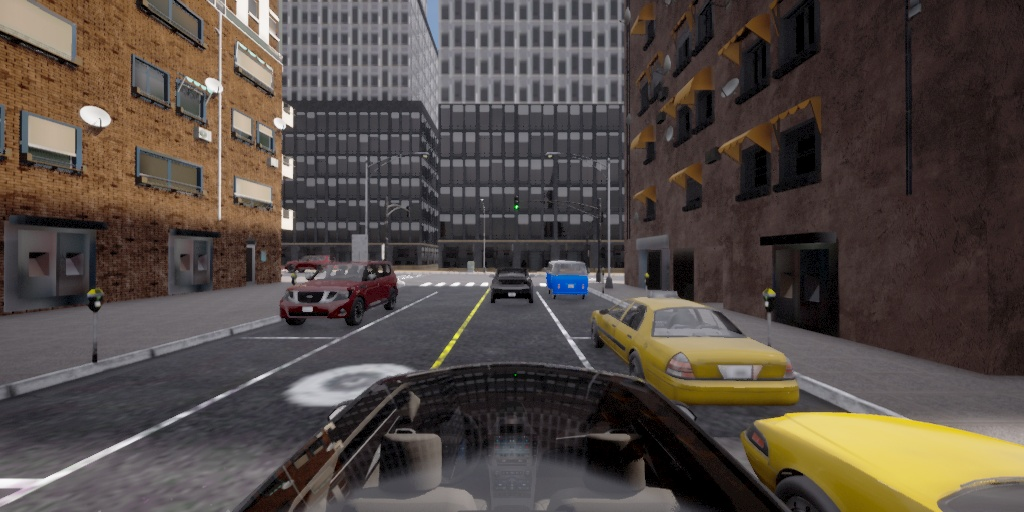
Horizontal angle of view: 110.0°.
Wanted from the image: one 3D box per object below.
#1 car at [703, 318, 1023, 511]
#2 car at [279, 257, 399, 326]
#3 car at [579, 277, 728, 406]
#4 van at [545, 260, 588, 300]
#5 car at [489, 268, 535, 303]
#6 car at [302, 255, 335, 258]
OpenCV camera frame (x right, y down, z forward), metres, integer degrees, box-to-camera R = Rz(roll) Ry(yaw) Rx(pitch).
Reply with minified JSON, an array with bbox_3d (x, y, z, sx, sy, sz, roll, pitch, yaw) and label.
[{"bbox_3d":[2.565,1.274,0.720,1.751,1.417,4.829,0,0,0],"label":"car"},{"bbox_3d":[-5.315,1.065,11.831,2.192,1.841,5.009,0,0,0],"label":"car"},{"bbox_3d":[2.566,1.275,6.360,1.751,1.417,4.829,0,0,0],"label":"car"},{"bbox_3d":[2.565,1.093,17.470,1.690,1.789,3.998,0,0,0],"label":"van"},{"bbox_3d":[0.000,1.269,16.500,1.837,1.490,4.892,0,0,0],"label":"car"},{"bbox_3d":[-20.884,0.858,37.432,5.009,1.841,2.192,0,0,0],"label":"car"}]
